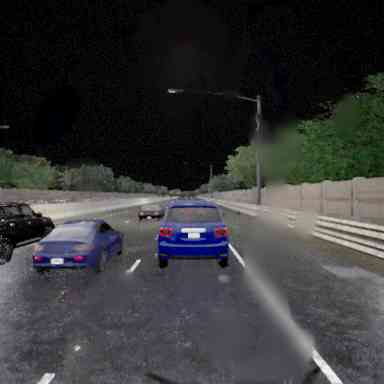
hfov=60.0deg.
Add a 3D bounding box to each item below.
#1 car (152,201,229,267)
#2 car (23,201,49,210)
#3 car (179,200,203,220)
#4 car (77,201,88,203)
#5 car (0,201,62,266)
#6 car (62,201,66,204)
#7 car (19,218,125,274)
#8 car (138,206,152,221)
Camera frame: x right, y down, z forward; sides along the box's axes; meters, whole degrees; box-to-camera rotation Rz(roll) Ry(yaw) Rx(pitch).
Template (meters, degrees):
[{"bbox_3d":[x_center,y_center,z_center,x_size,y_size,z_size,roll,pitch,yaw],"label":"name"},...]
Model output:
[{"bbox_3d":[0.030,1.324,11.965,2.150,2.045,5.566,0,0,0],"label":"car"},{"bbox_3d":[-24.873,2.120,53.287,1.895,1.301,4.718,0,-1,0],"label":"car"},{"bbox_3d":[-0.089,1.638,31.939,2.097,1.767,4.553,0,-1,0],"label":"car"},{"bbox_3d":[-17.871,2.129,54.230,1.895,1.301,4.718,0,-1,0],"label":"car"},{"bbox_3d":[-6.969,1.325,12.004,2.150,2.045,5.566,0,0,0],"label":"car"},{"bbox_3d":[-21.373,2.087,53.604,1.994,1.385,4.181,0,-1,0],"label":"car"},{"bbox_3d":[-3.466,1.617,10.827,1.812,1.442,4.674,0,0,0],"label":"car"},{"bbox_3d":[-3.578,1.868,29.908,1.895,1.301,4.718,0,-1,0],"label":"car"}]
